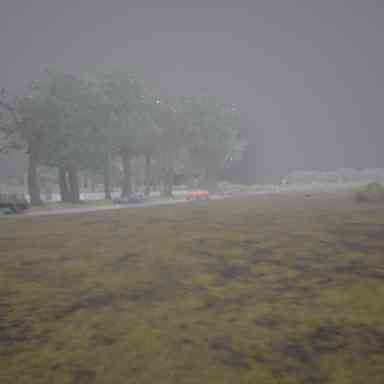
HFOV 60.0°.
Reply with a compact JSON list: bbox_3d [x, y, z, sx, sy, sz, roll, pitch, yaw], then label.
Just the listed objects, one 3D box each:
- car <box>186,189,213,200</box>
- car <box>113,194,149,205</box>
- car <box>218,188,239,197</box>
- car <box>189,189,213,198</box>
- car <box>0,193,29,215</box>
[{"bbox_3d":[1.020,0.256,52.975,2.097,1.767,4.553,-2,1,36],"label":"car"},{"bbox_3d":[-8.150,0.972,45.035,2.033,1.411,5.357,-2,1,36],"label":"car"},{"bbox_3d":[6.790,0.061,61.191,2.033,1.411,5.357,-2,1,35],"label":"car"},{"bbox_3d":[1.637,0.296,58.678,1.895,1.301,4.718,-2,1,35],"label":"car"},{"bbox_3d":[-18.175,1.168,30.921,2.150,2.045,5.566,-2,1,35],"label":"car"}]
